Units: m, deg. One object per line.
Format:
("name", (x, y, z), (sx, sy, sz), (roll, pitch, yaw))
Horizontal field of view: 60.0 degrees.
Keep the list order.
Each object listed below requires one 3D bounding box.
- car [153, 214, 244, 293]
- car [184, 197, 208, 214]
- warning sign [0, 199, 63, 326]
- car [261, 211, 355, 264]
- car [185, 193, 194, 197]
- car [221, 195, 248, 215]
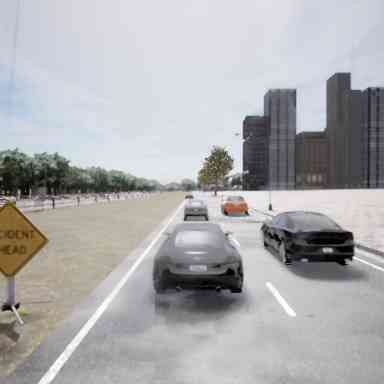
("car", (0.150, 1.496, 8.746), (1.994, 1.385, 4.181), (0, 1, 1))
("car", (0.313, 1.346, 26.148), (2.033, 1.411, 5.357), (0, 0, 1))
("warning sign", (-2.998, 1.071, 5.512), (1.300, 1.860, 1.060), (0, 1, 0))
("car", (3.685, 1.388, 11.438), (1.882, 1.535, 5.008), (0, 1, 1))
("car", (-0.565, 0.971, 75.502), (1.812, 1.442, 4.674), (0, 0, 1))
("car", (3.862, 1.115, 30.787), (2.097, 1.767, 4.553), (0, 0, 1))
